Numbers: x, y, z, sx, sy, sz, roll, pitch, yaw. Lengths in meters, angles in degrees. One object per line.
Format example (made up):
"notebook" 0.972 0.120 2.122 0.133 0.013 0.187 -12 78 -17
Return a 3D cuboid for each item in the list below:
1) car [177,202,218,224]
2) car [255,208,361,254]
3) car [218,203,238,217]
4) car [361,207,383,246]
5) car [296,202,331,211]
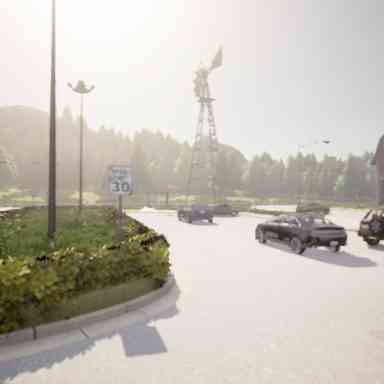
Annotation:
"car" 0.190 1.673 28.533 2.097 1.767 4.553 0 -1 -17
"car" 4.462 1.669 14.376 2.128 1.511 4.902 0 -1 -17
"car" 3.003 1.938 36.154 3.905 1.438 1.784 0 -1 -17
"car" 9.707 1.507 14.700 4.605 1.855 1.932 0 -1 -17
"car" 14.966 2.015 41.033 4.193 1.474 1.816 0 -1 -17
